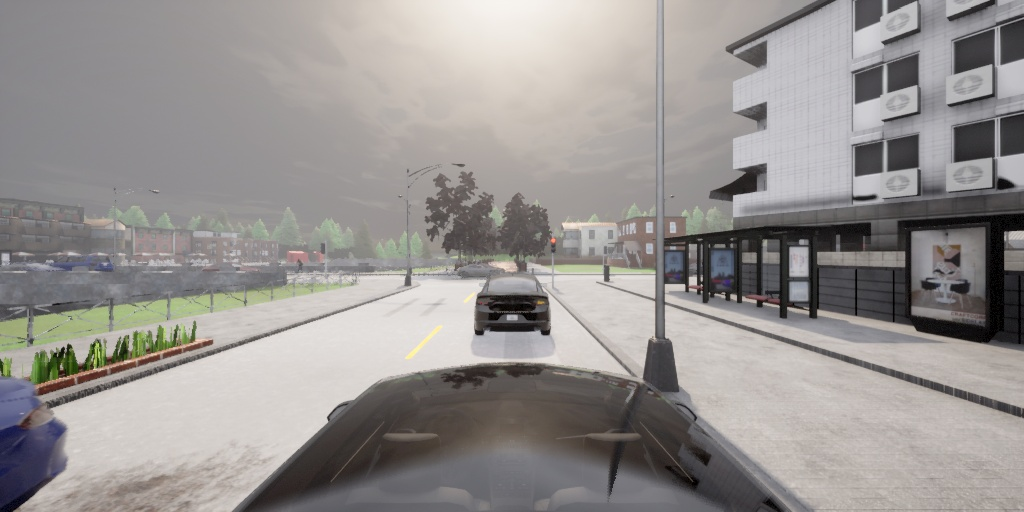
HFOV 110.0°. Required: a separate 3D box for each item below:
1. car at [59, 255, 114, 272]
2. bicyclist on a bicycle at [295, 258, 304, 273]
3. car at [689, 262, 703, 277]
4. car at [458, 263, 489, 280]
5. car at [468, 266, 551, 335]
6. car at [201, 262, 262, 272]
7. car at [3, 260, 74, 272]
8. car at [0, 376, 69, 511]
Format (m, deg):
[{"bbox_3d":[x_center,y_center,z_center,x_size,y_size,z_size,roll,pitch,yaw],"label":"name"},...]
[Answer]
[{"bbox_3d":[-42.686,0.971,35.231,5.566,2.045,2.150,0,0,0],"label":"car"},{"bbox_3d":[-23.462,1.099,39.554,0.582,1.620,1.656,0,0,0],"label":"bicyclist on a bicycle"},{"bbox_3d":[18.419,1.314,35.414,4.181,1.385,1.994,0,0,0],"label":"car"},{"bbox_3d":[-2.626,1.314,31.186,4.181,1.385,1.994,0,0,0],"label":"car"},{"bbox_3d":[0.025,1.228,10.502,1.882,1.535,5.008,0,0,0],"label":"car"},{"bbox_3d":[-24.321,1.276,31.174,4.674,1.442,1.812,0,0,0],"label":"car"},{"bbox_3d":[-41.759,1.275,31.154,4.674,1.442,1.812,0,0,0],"label":"car"},{"bbox_3d":[-4.094,1.276,0.603,1.812,1.442,4.674,0,0,0],"label":"car"}]
